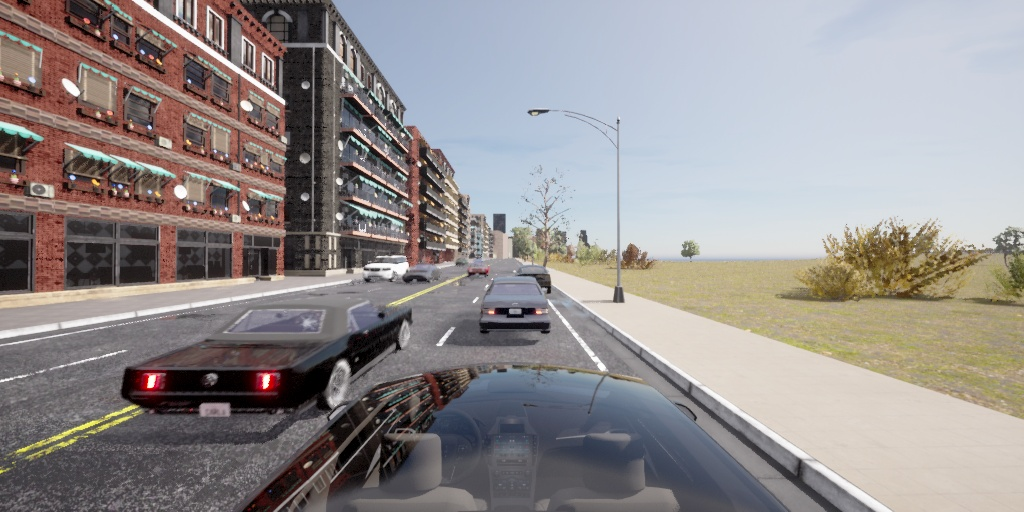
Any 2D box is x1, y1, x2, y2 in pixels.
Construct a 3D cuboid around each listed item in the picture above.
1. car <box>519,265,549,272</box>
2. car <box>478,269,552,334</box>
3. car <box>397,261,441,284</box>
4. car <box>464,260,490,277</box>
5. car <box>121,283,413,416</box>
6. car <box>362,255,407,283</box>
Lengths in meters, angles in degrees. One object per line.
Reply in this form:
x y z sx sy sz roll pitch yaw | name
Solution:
1.109 1.228 20.381 1.882 1.535 5.008 0 0 0 | car
0.090 1.298 10.617 2.033 1.411 5.357 0 0 0 | car
-6.636 1.297 27.061 2.033 1.411 5.357 0 0 0 | car
-3.200 1.349 35.089 1.895 1.301 4.718 0 0 0 | car
-3.159 1.351 6.036 1.895 1.301 4.718 0 0 0 | car
-9.891 0.971 28.591 2.150 2.045 5.566 0 0 0 | car
